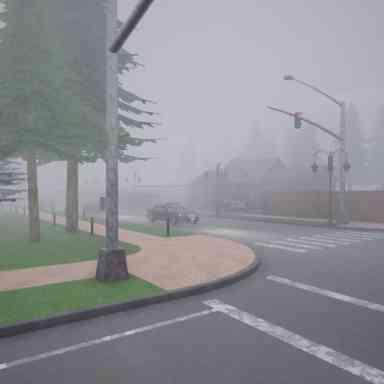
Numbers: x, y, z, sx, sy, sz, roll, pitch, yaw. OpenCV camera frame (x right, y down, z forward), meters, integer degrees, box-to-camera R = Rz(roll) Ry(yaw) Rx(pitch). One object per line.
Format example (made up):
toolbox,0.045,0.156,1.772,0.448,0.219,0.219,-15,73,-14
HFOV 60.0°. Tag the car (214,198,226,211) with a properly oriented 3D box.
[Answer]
car,4.382,1.161,36.545,3.866,1.878,1.905,0,0,-37

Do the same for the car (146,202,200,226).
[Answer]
car,-1.428,1.477,23.361,2.128,1.511,4.902,0,0,-37

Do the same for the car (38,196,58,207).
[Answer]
car,-21.721,1.345,49.684,2.097,1.767,4.553,0,0,-43

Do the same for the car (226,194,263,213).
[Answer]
car,6.202,1.160,34.767,4.605,1.855,1.932,0,0,-37

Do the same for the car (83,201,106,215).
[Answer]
car,-9.563,1.586,34.241,1.895,1.301,4.718,0,0,-37
